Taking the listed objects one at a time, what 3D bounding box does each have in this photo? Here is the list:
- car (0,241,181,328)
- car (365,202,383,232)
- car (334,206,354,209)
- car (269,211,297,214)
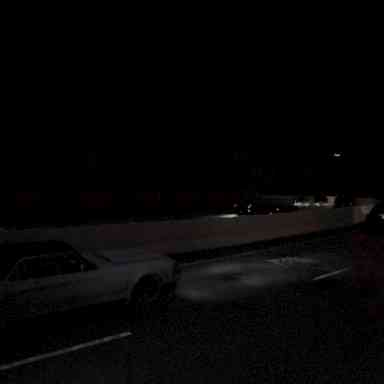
[{"bbox_3d":[-2.571,1.610,6.333,4.718,1.301,1.895,0,0,-36],"label":"car"},{"bbox_3d":[11.654,1.360,19.078,2.097,1.767,4.553,0,0,44],"label":"car"},{"bbox_3d":[18.416,1.242,39.778,2.150,2.045,5.566,0,0,31],"label":"car"},{"bbox_3d":[8.339,1.624,31.449,1.895,1.301,4.718,0,0,39],"label":"car"}]
